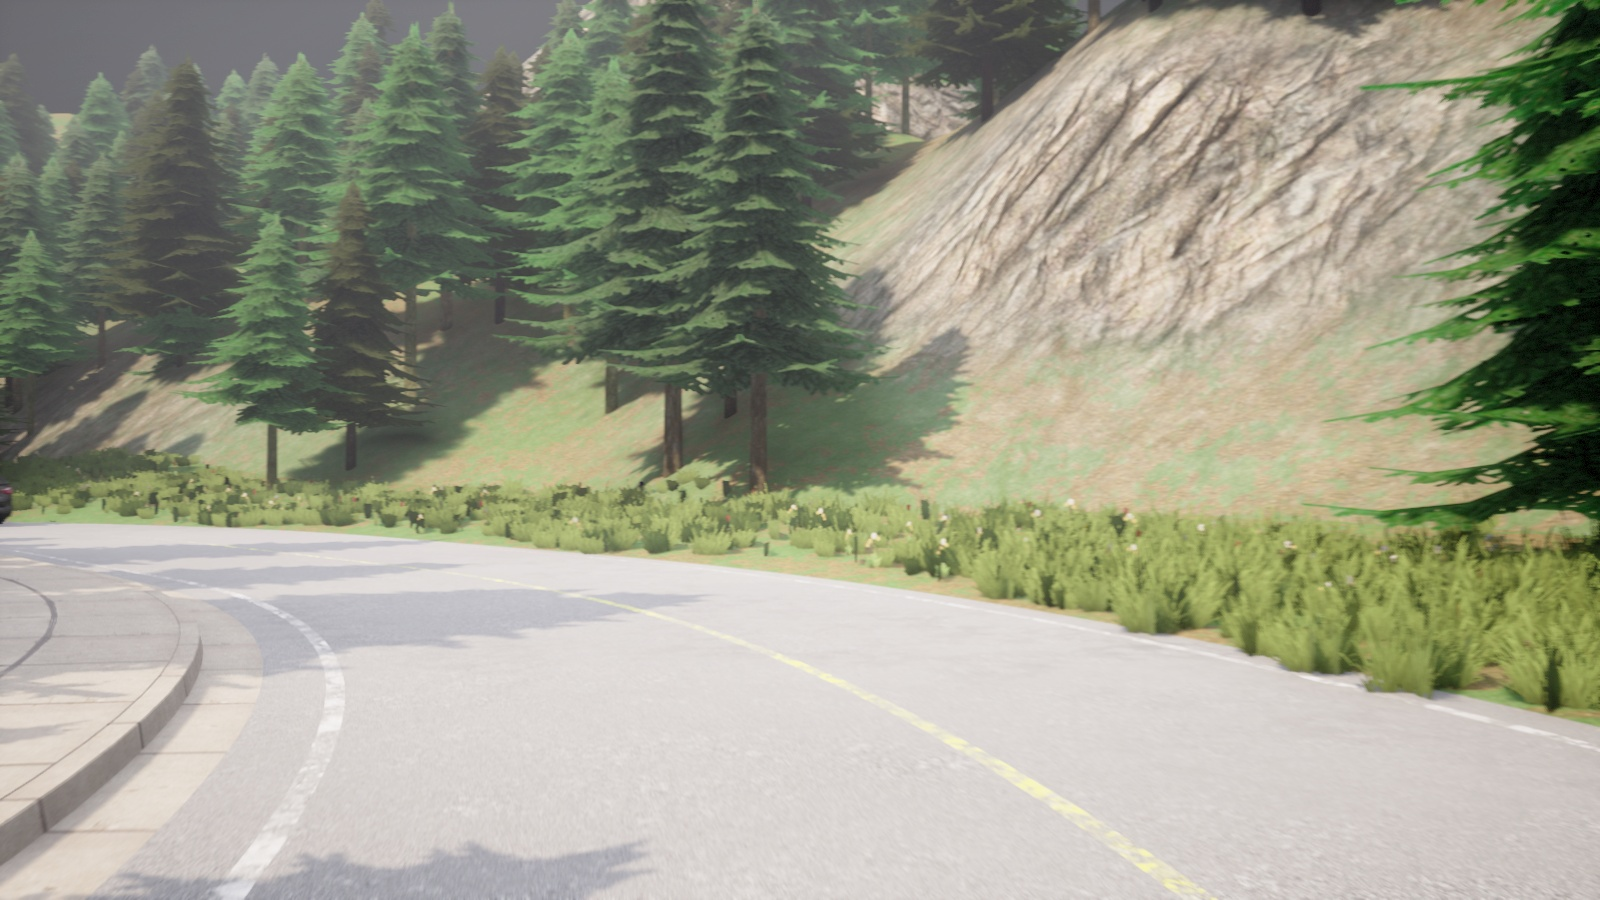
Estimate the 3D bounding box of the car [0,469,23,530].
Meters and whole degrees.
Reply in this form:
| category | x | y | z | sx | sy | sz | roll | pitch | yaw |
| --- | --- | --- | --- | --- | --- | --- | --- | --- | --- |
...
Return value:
| category | x | y | z | sx | sy | sz | roll | pitch | yaw |
| --- | --- | --- | --- | --- | --- | --- | --- | --- | --- |
| car | -24.413 | 1.383 | 34.931 | 4.611 | 1.667 | 2.242 | -1 | -1 | 16 |
